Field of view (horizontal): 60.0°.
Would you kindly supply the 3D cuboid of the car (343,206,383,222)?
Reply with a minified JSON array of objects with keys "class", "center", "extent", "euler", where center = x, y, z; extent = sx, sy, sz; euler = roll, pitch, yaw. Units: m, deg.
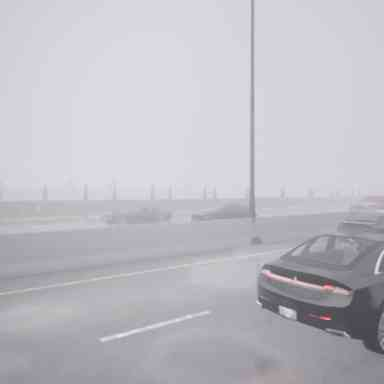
[{"class":"car","center":[7.906,1.512,13.682],"extent":[4.892,1.490,1.837],"euler":[0,0,-35]}]

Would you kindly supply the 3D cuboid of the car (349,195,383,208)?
[{"class":"car","center":[15.402,1.248,27.843],"extent":[5.566,2.045,2.150],"euler":[0,0,-35]}]

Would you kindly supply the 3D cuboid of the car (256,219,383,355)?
[{"class":"car","center":[3.331,1.493,6.121],"extent":[4.902,1.511,2.128],"euler":[0,0,-35]}]

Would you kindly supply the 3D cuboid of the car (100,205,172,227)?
[{"class":"car","center":[-3.797,1.604,22.773],"extent":[4.718,1.301,1.895],"euler":[0,0,-35]}]

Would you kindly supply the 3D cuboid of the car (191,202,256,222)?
[{"class":"car","center":[2.203,1.486,22.751],"extent":[5.008,1.535,1.882],"euler":[0,0,-35]}]
